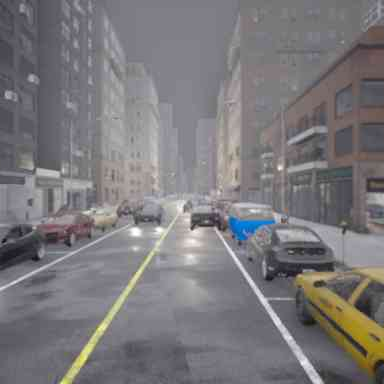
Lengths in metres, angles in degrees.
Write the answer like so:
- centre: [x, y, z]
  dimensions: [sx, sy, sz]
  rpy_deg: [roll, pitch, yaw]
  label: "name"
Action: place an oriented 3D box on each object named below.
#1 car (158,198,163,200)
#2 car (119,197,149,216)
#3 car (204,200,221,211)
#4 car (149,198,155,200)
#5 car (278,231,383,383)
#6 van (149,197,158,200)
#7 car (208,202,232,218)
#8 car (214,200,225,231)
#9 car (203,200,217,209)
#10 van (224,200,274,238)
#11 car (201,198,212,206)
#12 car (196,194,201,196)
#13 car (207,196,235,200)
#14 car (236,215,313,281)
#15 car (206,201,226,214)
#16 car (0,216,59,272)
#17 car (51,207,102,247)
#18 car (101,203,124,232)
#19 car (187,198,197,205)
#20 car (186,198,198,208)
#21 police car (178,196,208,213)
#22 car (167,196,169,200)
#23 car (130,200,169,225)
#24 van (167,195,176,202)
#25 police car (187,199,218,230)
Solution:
- centre: [-5.847, 1.758, 49.331]
  dimensions: [1.752, 1.417, 4.829]
  rpy_deg: [0, 0, 0]
  label: "car"
- centre: [-5.851, 1.471, 32.497]
  dimensions: [2.192, 1.841, 5.009]
  rpy_deg: [0, 0, 0]
  label: "car"
- centre: [2.677, 1.760, 43.843]
  dimensions: [2.008, 1.369, 4.403]
  rpy_deg: [0, 0, 0]
  label: "car"
- centre: [-5.850, 1.733, 38.163]
  dimensions: [2.008, 1.369, 4.403]
  rpy_deg: [0, 0, 0]
  label: "car"
- centre: [2.669, 1.547, 4.329]
  dimensions: [1.752, 1.417, 4.829]
  rpy_deg: [0, 0, 0]
  label: "car"
- centre: [-5.849, 1.550, 43.832]
  dimensions: [1.690, 1.788, 3.998]
  rpy_deg: [0, 0, 0]
  label: "van"
- centre: [2.675, 1.722, 32.506]
  dimensions: [1.947, 1.339, 4.313]
  rpy_deg: [0, 0, 0]
  label: "car"
- centre: [2.672, 1.543, 21.168]
  dimensions: [1.967, 1.590, 4.097]
  rpy_deg: [0, 0, 0]
  label: "car"
- centre: [2.679, 1.816, 49.513]
  dimensions: [1.802, 1.307, 4.206]
  rpy_deg: [0, 0, 0]
  label: "car"
- centre: [2.671, 1.417, 15.499]
  dimensions: [1.690, 1.788, 3.998]
  rpy_deg: [0, 0, 0]
  label: "van"
- centre: [2.681, 1.802, 61.023]
  dimensions: [1.752, 1.417, 4.829]
  rpy_deg: [0, 0, 0]
  label: "car"
- centre: [2.687, 1.814, 88.048]
  dimensions: [1.967, 1.590, 4.097]
  rpy_deg: [0, 0, 0]
  label: "car"
- centre: [2.673, 1.445, 26.837]
  dimensions: [2.192, 1.841, 5.009]
  rpy_deg: [0, 0, 0]
  label: "car"
- centre: [2.670, 1.600, 9.829]
  dimensions: [2.008, 1.369, 4.403]
  rpy_deg: [0, 0, 0]
  label: "car"
- centre: [2.676, 1.749, 38.175]
  dimensions: [1.947, 1.339, 4.313]
  rpy_deg: [0, 0, 0]
  label: "car"
- centre: [-5.856, 1.615, 9.822]
  dimensions: [1.947, 1.339, 4.313]
  rpy_deg: [0, 0, 0]
  label: "car"
- centre: [-5.855, 1.621, 15.490]
  dimensions: [1.887, 1.381, 4.507]
  rpy_deg: [0, 0, 0]
  label: "car"
- centre: [-5.853, 1.627, 20.989]
  dimensions: [1.752, 1.417, 4.829]
  rpy_deg: [0, 0, 0]
  label: "car"
- centre: [0.014, 1.912, 65.421]
  dimensions: [1.895, 1.301, 4.718]
  rpy_deg: [0, 0, 0]
  label: "car"
- centre: [0.011, 1.781, 55.176]
  dimensions: [1.812, 1.442, 4.674]
  rpy_deg: [0, 0, 0]
  label: "car"
- centre: [0.282, 1.606, 37.826]
  dimensions: [1.930, 1.638, 5.238]
  rpy_deg: [0, 0, -16]
  label: "police car"
- centre: [-5.845, 1.826, 60.837]
  dimensions: [2.008, 1.369, 4.403]
  rpy_deg: [0, 0, 0]
  label: "car"
- centre: [-3.092, 1.599, 25.105]
  dimensions: [1.882, 1.535, 5.008]
  rpy_deg: [0, 0, 0]
  label: "car"
- centre: [-5.839, 1.715, 88.033]
  dimensions: [1.690, 1.788, 3.998]
  rpy_deg: [0, 0, 0]
  label: "van"
- centre: [0.802, 1.532, 21.904]
  dimensions: [1.930, 1.638, 5.238]
  rpy_deg: [0, 0, -1]
  label: "police car"
